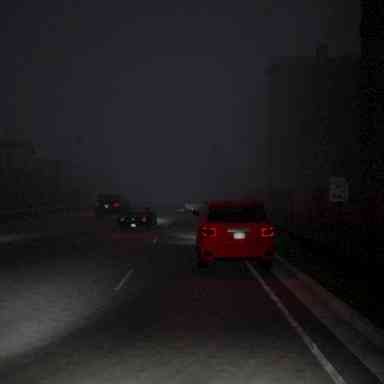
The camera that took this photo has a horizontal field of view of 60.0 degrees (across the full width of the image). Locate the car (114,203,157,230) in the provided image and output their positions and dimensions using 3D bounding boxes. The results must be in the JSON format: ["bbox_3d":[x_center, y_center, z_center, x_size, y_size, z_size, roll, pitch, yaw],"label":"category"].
[{"bbox_3d":[-3.382,1.624,21.430,1.895,1.301,4.718,0,0,0],"label":"car"}]

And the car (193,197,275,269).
[{"bbox_3d":[1.235,1.237,11.356,2.150,2.045,5.566,0,0,0],"label":"car"}]

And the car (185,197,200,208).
[{"bbox_3d":[0.077,1.548,50.600,2.128,1.511,4.902,0,0,0],"label":"car"}]

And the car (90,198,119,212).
[{"bbox_3d":[-10.366,1.534,39.882,2.128,1.511,4.902,0,0,0],"label":"car"}]

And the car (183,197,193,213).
[{"bbox_3d":[0.084,1.568,37.980,1.812,1.442,4.674,0,0,1],"label":"car"}]

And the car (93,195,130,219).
[{"bbox_3d":[-6.876,1.254,29.450,2.150,2.045,5.566,0,0,0],"label":"car"}]
